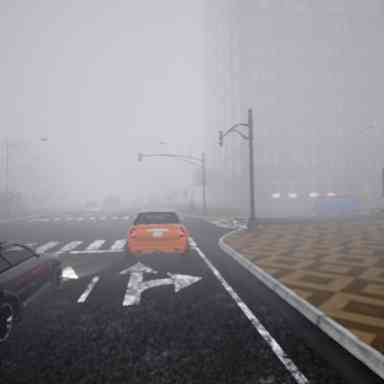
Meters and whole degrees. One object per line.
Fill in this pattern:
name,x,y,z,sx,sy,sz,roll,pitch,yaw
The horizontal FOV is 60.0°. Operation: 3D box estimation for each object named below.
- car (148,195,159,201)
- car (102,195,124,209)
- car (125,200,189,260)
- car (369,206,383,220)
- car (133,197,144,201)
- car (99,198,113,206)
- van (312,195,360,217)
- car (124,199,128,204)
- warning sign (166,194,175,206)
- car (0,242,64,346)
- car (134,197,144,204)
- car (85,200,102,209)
car,-7.876,1.603,68.111,2.150,2.045,5.566,-1,0,-7
car,-12.901,1.596,54.637,2.150,2.045,5.566,-1,0,-6
car,-1.334,1.389,12.816,2.097,1.767,4.553,-1,0,-6
car,14.025,1.127,21.449,4.829,1.417,1.752,-1,-1,-7
car,-11.144,1.956,68.115,1.812,1.442,4.674,-1,0,-7
car,-17.845,2.066,69.453,2.033,1.411,5.357,-1,0,-7
van,12.712,1.202,29.372,3.998,1.788,1.690,-1,-1,-7
car,-14.654,2.072,70.153,1.895,1.301,4.718,-1,0,-7
warning sign,-3.681,1.355,56.594,1.300,1.860,1.060,-2,-2,-7
car,-3.896,1.630,6.301,1.994,1.385,4.181,-1,0,-6
car,-12.310,1.942,78.051,2.033,1.411,5.357,-1,0,-7
car,-16.105,1.988,54.123,1.994,1.385,4.181,-1,0,-6
